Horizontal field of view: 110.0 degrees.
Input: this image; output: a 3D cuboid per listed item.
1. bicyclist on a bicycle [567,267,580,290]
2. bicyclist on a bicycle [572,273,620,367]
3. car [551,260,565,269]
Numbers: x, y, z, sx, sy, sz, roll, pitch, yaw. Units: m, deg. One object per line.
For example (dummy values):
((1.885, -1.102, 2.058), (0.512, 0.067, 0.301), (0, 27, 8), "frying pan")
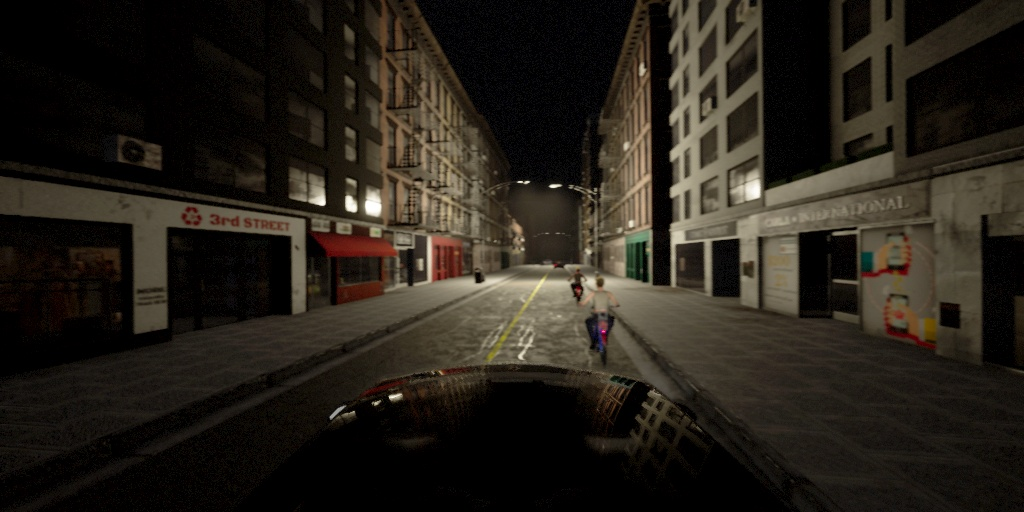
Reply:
((2.663, 1.232, 14.548), (0.866, 1.612, 1.509), (0, 0, 7), "bicyclist on a bicycle")
((1.699, 1.200, 6.948), (0.866, 1.612, 1.509), (-1, -1, 7), "bicyclist on a bicycle")
((8.199, 1.648, 62.583), (1.895, 1.301, 4.718), (-1, 0, 7), "car")
